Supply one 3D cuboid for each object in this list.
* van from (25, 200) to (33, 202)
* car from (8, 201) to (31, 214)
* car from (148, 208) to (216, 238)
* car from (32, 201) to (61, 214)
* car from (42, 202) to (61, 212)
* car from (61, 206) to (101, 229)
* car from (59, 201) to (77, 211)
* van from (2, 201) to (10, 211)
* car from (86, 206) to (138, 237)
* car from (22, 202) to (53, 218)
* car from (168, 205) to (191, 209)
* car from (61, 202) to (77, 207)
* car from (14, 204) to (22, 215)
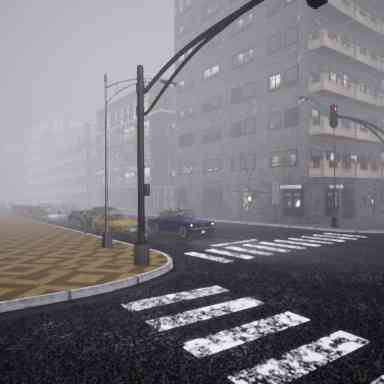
[{"bbox_3d":[-41.649,2.831,85.100,1.690,1.788,3.998,-2,0,-36],"label":"van"},{"bbox_3d":[-24.964,2.449,48.242,1.887,1.381,4.507,-2,0,-36],"label":"car"},{"bbox_3d":[-0.702,1.863,19.610,1.895,1.301,4.718,-1,-1,-36],"label":"car"},{"bbox_3d":[-20.582,2.312,46.805,2.128,1.511,4.902,-1,-1,-36],"label":"car"},{"bbox_3d":[-23.833,2.518,56.511,1.994,1.385,4.181,-1,-1,-37],"label":"car"},{"bbox_3d":[-8.227,2.002,25.460,1.947,1.339,4.313,-2,0,-36],"label":"car"},{"bbox_3d":[-21.562,2.366,57.761,1.967,1.590,4.097,-2,0,-36],"label":"car"},{"bbox_3d":[-31.665,2.433,57.355,1.690,1.788,3.998,-2,0,-36],"label":"van"},{"bbox_3d":[-4.780,1.865,20.767,1.752,1.417,4.829,-2,0,-36],"label":"car"},{"bbox_3d":[-18.269,2.262,39.129,1.887,1.381,4.507,-2,0,-36],"label":"car"},{"bbox_3d":[-1.475,1.915,30.422,2.008,1.369,4.403,-2,0,-36],"label":"car"},{"bbox_3d":[-17.918,2.389,48.453,1.895,1.301,4.718,-1,-1,-36],"label":"car"},{"bbox_3d":[-21.615,2.392,43.685,1.802,1.307,4.206,-2,0,-36],"label":"car"}]
